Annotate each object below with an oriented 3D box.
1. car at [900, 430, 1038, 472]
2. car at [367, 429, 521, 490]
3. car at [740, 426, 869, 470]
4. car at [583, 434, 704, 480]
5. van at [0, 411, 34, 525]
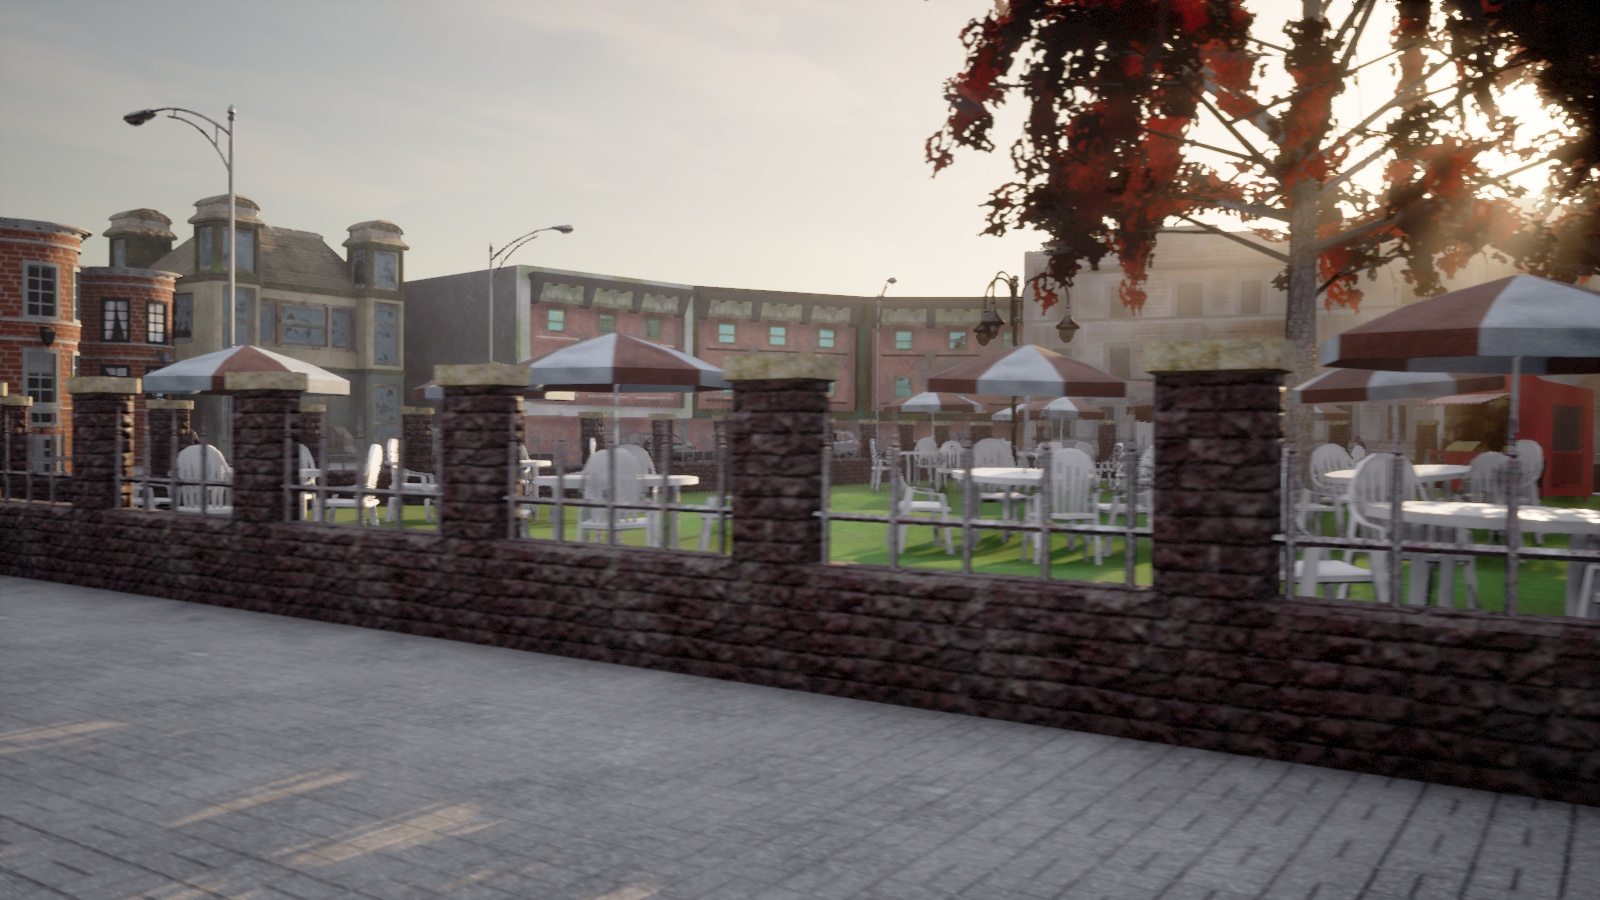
[{"bbox_3d":[6.432,0.019,48.030,4.792,1.488,2.163,-1,1,-11],"label":"car"},{"bbox_3d":[-10.163,0.229,36.068,1.851,1.617,3.988,0,1,34],"label":"car"},{"bbox_3d":[0.192,-0.108,50.081,4.611,1.667,2.242,-1,1,-31],"label":"car"},{"bbox_3d":[-5.339,0.202,43.338,1.816,1.474,4.193,0,1,35],"label":"car"},{"bbox_3d":[-15.498,0.341,20.798,1.775,1.987,4.442,0,1,32],"label":"van"}]
